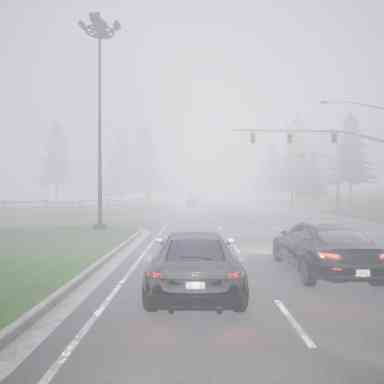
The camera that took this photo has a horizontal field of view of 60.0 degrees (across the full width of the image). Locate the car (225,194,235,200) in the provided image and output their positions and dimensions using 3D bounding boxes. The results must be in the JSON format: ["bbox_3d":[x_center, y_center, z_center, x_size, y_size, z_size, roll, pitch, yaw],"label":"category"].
[{"bbox_3d":[10.520,1.371,92.168,2.033,1.411,5.357,0,0,0],"label":"car"}]

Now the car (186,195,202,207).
[{"bbox_3d":[0.011,1.547,51.130,2.033,1.411,5.357,0,0,0],"label":"car"}]

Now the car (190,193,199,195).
[{"bbox_3d":[0.429,1.222,66.006,2.150,2.045,5.566,0,0,0],"label":"car"}]

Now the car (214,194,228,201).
[{"bbox_3d":[7.018,1.516,82.165,1.812,1.442,4.674,0,0,0],"label":"car"}]

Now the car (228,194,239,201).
[{"bbox_3d":[10.518,1.516,82.164,1.812,1.442,4.674,0,0,0],"label":"car"}]

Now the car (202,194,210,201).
[{"bbox_3d":[3.518,1.544,82.166,1.994,1.385,4.181,0,0,0],"label":"car"}]

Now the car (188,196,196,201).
[{"bbox_3d":[0.018,1.587,82.197,1.895,1.301,4.718,0,0,0],"label":"car"}]

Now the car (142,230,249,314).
[{"bbox_3d":[0.072,1.564,7.687,1.994,1.385,4.181,0,0,0],"label":"car"}]

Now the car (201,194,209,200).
[{"bbox_3d":[3.520,1.357,92.169,2.128,1.511,4.902,0,0,0],"label":"car"}]

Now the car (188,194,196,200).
[{"bbox_3d":[0.020,1.357,92.170,2.128,1.511,4.902,0,0,0],"label":"car"}]

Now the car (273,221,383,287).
[{"bbox_3d":[3.581,1.526,9.233,1.812,1.442,4.674,0,0,0],"label":"car"}]
